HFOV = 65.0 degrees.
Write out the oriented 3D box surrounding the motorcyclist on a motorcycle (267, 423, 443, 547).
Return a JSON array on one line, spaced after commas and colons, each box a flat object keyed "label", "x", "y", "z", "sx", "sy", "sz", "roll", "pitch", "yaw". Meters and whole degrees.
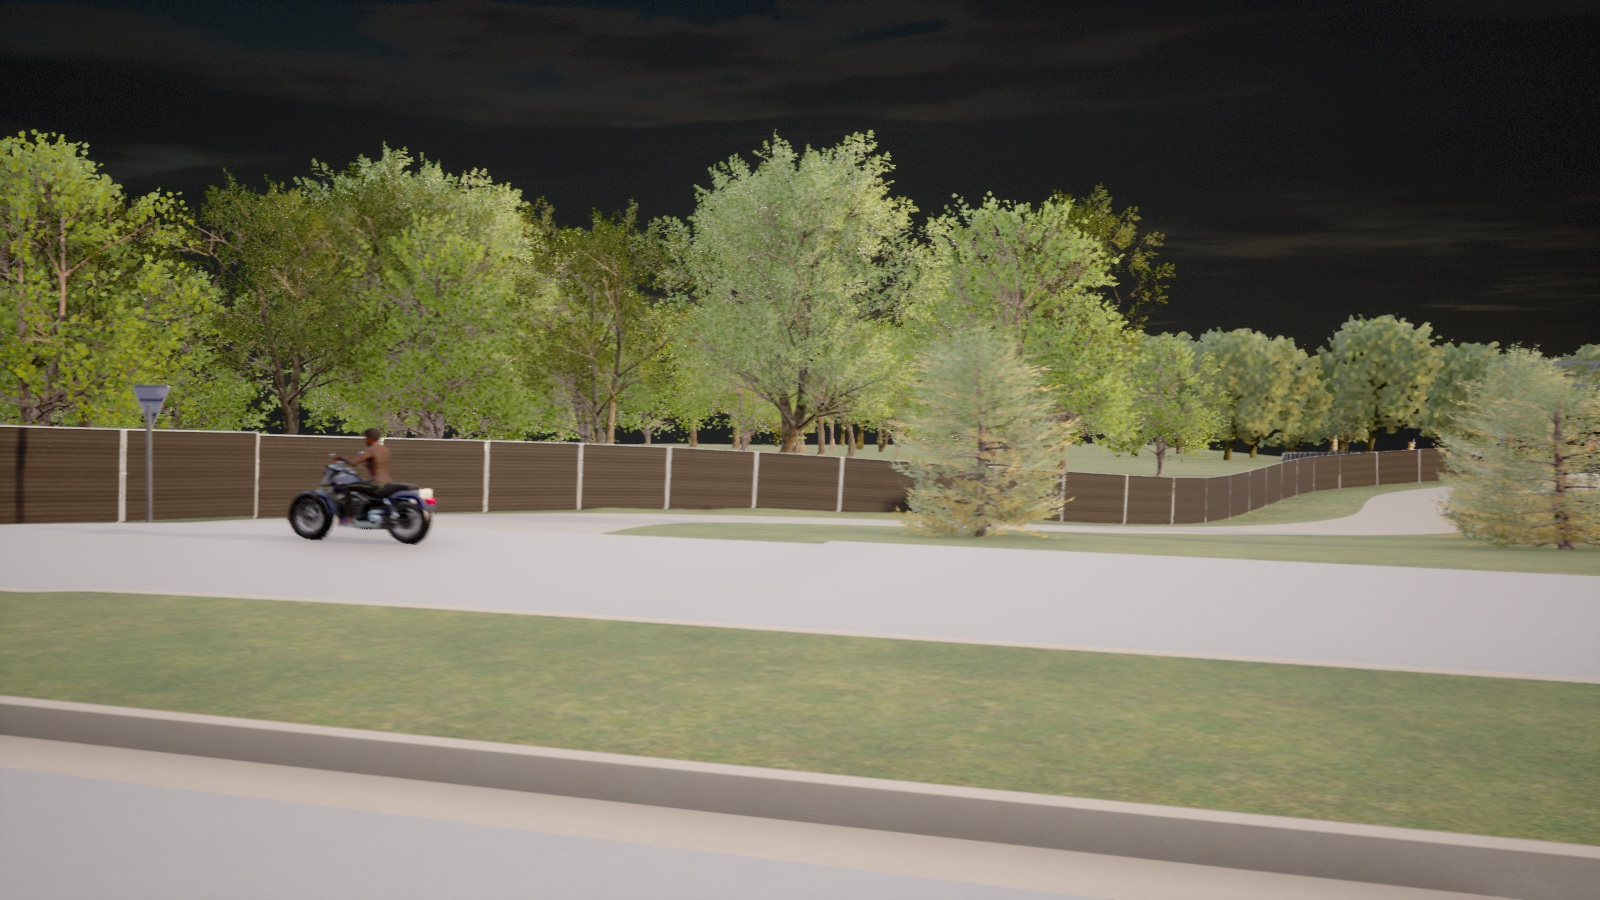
[{"label": "motorcyclist on a motorcycle", "x": -6.234, "y": 0.453, "z": 17.607, "sx": 2.350, "sy": 1.649, "sz": 0.766, "roll": 1, "pitch": 2, "yaw": 19}]
